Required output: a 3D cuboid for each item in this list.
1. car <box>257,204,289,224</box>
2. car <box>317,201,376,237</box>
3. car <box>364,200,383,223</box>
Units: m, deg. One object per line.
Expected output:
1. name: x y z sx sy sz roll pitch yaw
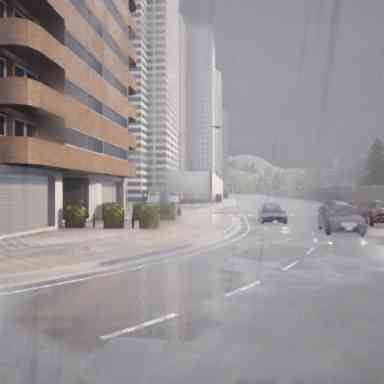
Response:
1. car: 5.892 1.608 24.813 2.033 1.411 5.357 0 0 7
2. car: 8.098 1.486 18.265 2.128 1.511 4.902 0 0 14
3. car: 12.655 1.343 22.940 2.097 1.767 4.553 0 0 9
